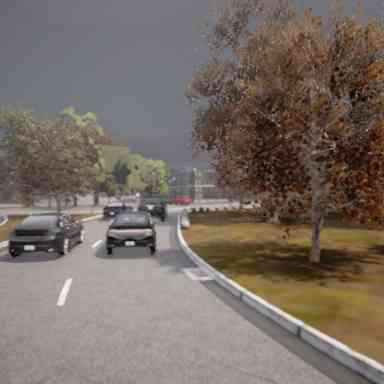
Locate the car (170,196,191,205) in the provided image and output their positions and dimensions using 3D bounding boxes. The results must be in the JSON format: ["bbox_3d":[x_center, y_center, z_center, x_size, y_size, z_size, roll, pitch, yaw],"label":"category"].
[{"bbox_3d":[-2.843,1.940,75.024,5.566,2.045,2.150,-1,-1,38],"label":"car"}]

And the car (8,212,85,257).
[{"bbox_3d":[-5.624,1.576,13.369,1.837,1.490,4.892,0,1,-7],"label":"car"}]

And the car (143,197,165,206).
[{"bbox_3d":[-8.509,2.117,74.934,4.553,1.767,2.097,-1,-1,27],"label":"car"}]

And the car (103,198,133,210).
[{"bbox_3d":[-6.394,1.575,29.331,1.882,1.535,5.008,0,0,1],"label":"car"}]

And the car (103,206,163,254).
[{"bbox_3d":[-2.420,1.564,13.923,2.128,1.511,4.902,0,0,-7],"label":"car"}]

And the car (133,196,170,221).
[{"bbox_3d":[-3.224,1.310,27.808,2.150,2.045,5.566,0,0,-2],"label":"car"}]
